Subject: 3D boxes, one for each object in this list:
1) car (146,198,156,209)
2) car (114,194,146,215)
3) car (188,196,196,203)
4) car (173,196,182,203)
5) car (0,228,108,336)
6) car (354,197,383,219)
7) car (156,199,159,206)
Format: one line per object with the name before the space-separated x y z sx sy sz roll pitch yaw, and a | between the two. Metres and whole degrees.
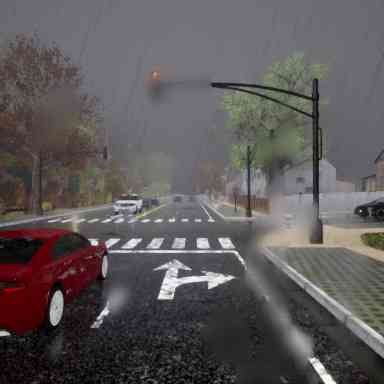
car | -6.565 1.524 44.905 2.128 1.511 4.902 0 0 0
car | -6.574 1.243 34.869 2.150 2.045 5.566 0 0 0
car | 0.055 1.617 73.934 2.033 1.411 5.357 0 0 0
car | -3.187 1.618 74.033 2.033 1.411 5.357 0 0 0
car | -3.145 1.480 6.878 1.882 1.535 5.008 0 0 0
car | 13.266 1.034 22.489 4.181 1.385 1.994 -2 -1 -6
car | -6.547 1.610 54.955 1.994 1.385 4.181 0 0 0
